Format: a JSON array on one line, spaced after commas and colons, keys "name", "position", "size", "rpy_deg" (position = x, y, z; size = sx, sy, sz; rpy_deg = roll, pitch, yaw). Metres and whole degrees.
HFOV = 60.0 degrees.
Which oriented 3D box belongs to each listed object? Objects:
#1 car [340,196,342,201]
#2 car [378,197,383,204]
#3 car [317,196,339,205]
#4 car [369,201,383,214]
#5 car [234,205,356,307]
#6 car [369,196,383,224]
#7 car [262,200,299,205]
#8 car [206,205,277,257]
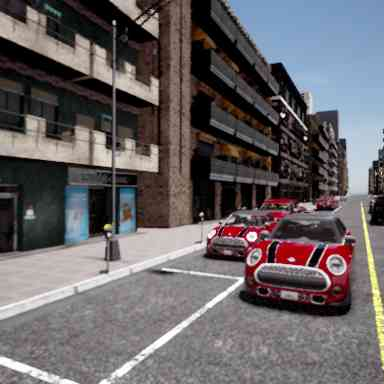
[{"name": "car", "position": [22.368, 1.665, 52.938], "size": [1.887, 1.381, 4.507], "rpy_deg": [0, 0, 27]}, {"name": "car", "position": [39.998, 1.725, 69.292], "size": [2.008, 1.369, 4.403], "rpy_deg": [0, 0, 27]}, {"name": "car", "position": [17.295, 1.412, 42.872], "size": [2.192, 1.841, 5.009], "rpy_deg": [0, 0, 27]}, {"name": "car", "position": [20.885, 1.696, 37.182], "size": [1.895, 1.301, 4.718], "rpy_deg": [0, 0, 27]}, {"name": "car", "position": [2.883, 1.370, 8.280], "size": [2.097, 1.767, 4.553], "rpy_deg": [0, 0, 28]}, {"name": "car", "position": [14.580, 1.290, 24.665], "size": [2.150, 2.045, 5.566], "rpy_deg": [0, 0, 27]}, {"name": "car", "position": [4.608, 1.351, 17.707], "size": [2.192, 1.841, 5.009], "rpy_deg": [0, 0, 27]}, {"name": "car", "position": [2.070, 1.464, 12.674], "size": [1.967, 1.590, 4.097], "rpy_deg": [0, 0, 27]}]
